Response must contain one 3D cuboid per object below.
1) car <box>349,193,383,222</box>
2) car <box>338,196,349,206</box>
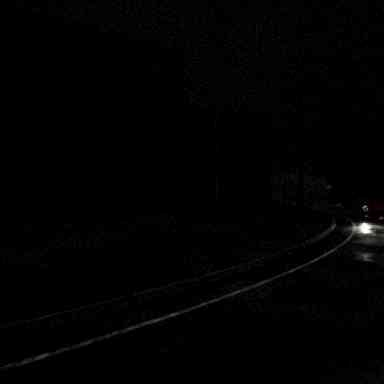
[{"bbox_3d":[12.151,0.980,22.253,2.097,1.767,4.553,0,1,18],"label":"car"},{"bbox_3d":[18.058,0.961,36.461,2.033,1.411,5.357,0,1,-1],"label":"car"}]
